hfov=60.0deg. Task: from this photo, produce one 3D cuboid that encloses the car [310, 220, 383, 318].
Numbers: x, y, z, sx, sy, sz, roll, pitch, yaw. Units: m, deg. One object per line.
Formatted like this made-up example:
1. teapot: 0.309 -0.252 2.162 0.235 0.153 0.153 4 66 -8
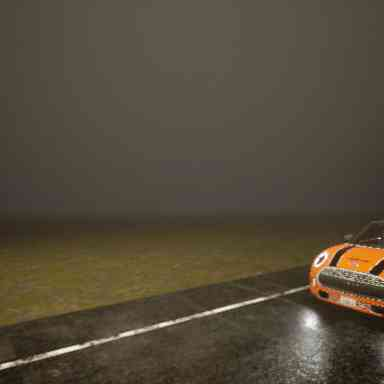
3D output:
1. car: 4.648 1.401 7.301 4.553 1.767 2.097 0 0 -35
